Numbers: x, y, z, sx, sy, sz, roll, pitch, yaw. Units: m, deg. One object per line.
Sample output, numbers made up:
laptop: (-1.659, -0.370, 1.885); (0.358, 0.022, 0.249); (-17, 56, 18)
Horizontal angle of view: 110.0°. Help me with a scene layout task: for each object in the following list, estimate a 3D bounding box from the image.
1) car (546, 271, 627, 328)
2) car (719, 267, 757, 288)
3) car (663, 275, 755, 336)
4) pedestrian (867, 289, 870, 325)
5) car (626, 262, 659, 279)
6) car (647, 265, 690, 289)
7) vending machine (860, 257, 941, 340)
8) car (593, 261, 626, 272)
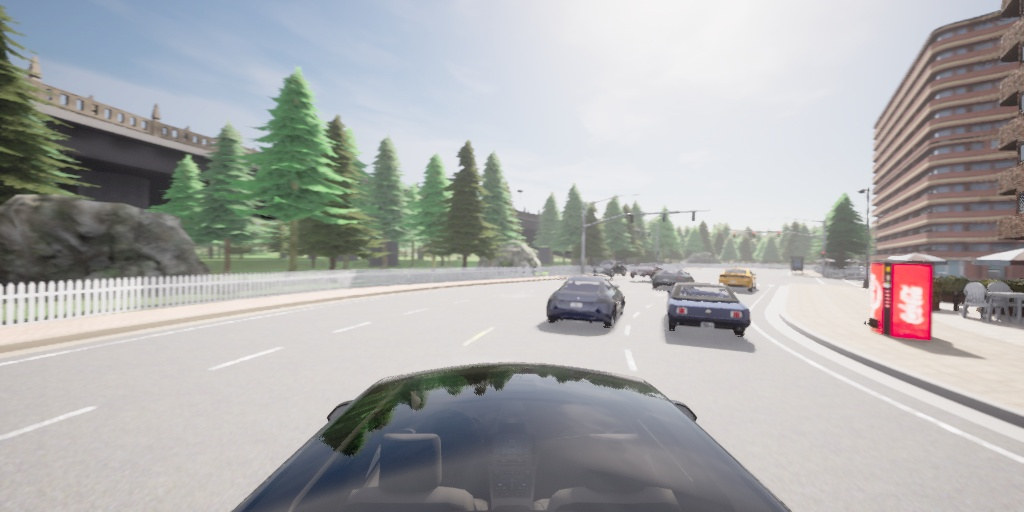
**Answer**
car: (2.560, 1.364, 11.931); (1.994, 1.385, 4.181); (1, 0, 22)
car: (15.638, 1.551, 24.832); (1.882, 1.535, 5.008); (1, 0, 38)
car: (5.778, 1.470, 11.036); (1.895, 1.301, 4.718); (1, 0, 23)
pedestrian: (10.439, 1.110, 10.122); (0.375, 1.860, 0.375); (1, 0, 27)
car: (12.078, 1.237, 31.819); (1.812, 1.442, 4.674); (1, 0, 38)
car: (11.127, 1.541, 24.683); (1.994, 1.385, 4.181); (1, 0, 37)
vending machine: (10.152, 1.158, 9.426); (1.100, 2.100, 0.880); (0, 0, 26)
car: (9.328, 1.178, 33.983); (2.128, 1.511, 4.902); (1, 0, 38)
